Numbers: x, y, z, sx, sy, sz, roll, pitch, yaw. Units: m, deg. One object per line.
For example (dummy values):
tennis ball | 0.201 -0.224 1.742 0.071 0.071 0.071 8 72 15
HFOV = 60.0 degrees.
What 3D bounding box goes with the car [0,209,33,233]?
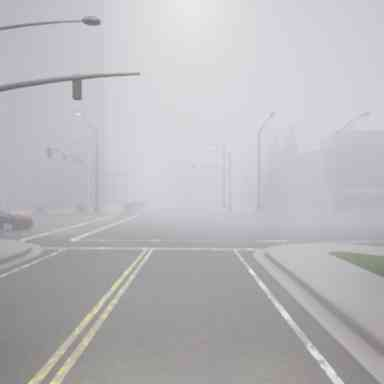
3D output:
car | -12.757 1.740 21.122 5.008 1.535 1.882 1 -1 0
